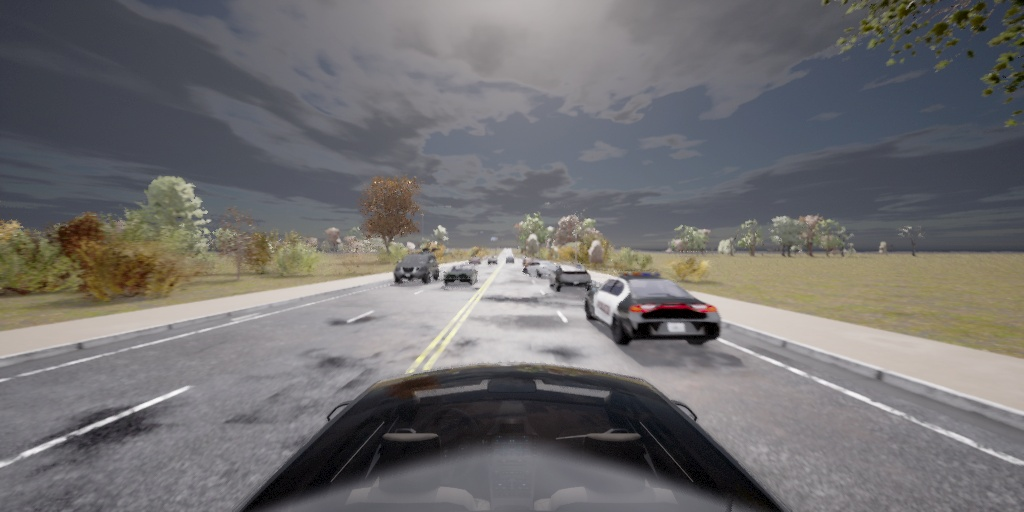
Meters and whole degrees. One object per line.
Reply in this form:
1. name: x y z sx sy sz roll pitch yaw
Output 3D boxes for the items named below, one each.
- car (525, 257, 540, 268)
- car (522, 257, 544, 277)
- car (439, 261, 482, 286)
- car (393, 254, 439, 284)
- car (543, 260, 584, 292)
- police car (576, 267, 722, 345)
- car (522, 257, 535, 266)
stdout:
1. car: 3.003 0.929 53.707 1.801 1.575 5.366 0 0 0
2. car: 2.625 1.120 32.425 1.812 1.442 4.674 0 0 -18
3. car: -3.398 1.240 24.352 1.895 1.301 4.718 0 0 0
4. car: -6.650 0.857 25.644 2.150 2.045 5.566 0 0 0
5. car: 3.212 1.149 20.502 2.128 1.511 4.902 0 0 0
6. police car: 3.244 1.217 9.492 2.038 1.542 4.974 0 0 0
7. car: 2.927 0.970 64.517 1.994 1.385 4.181 0 0 0
